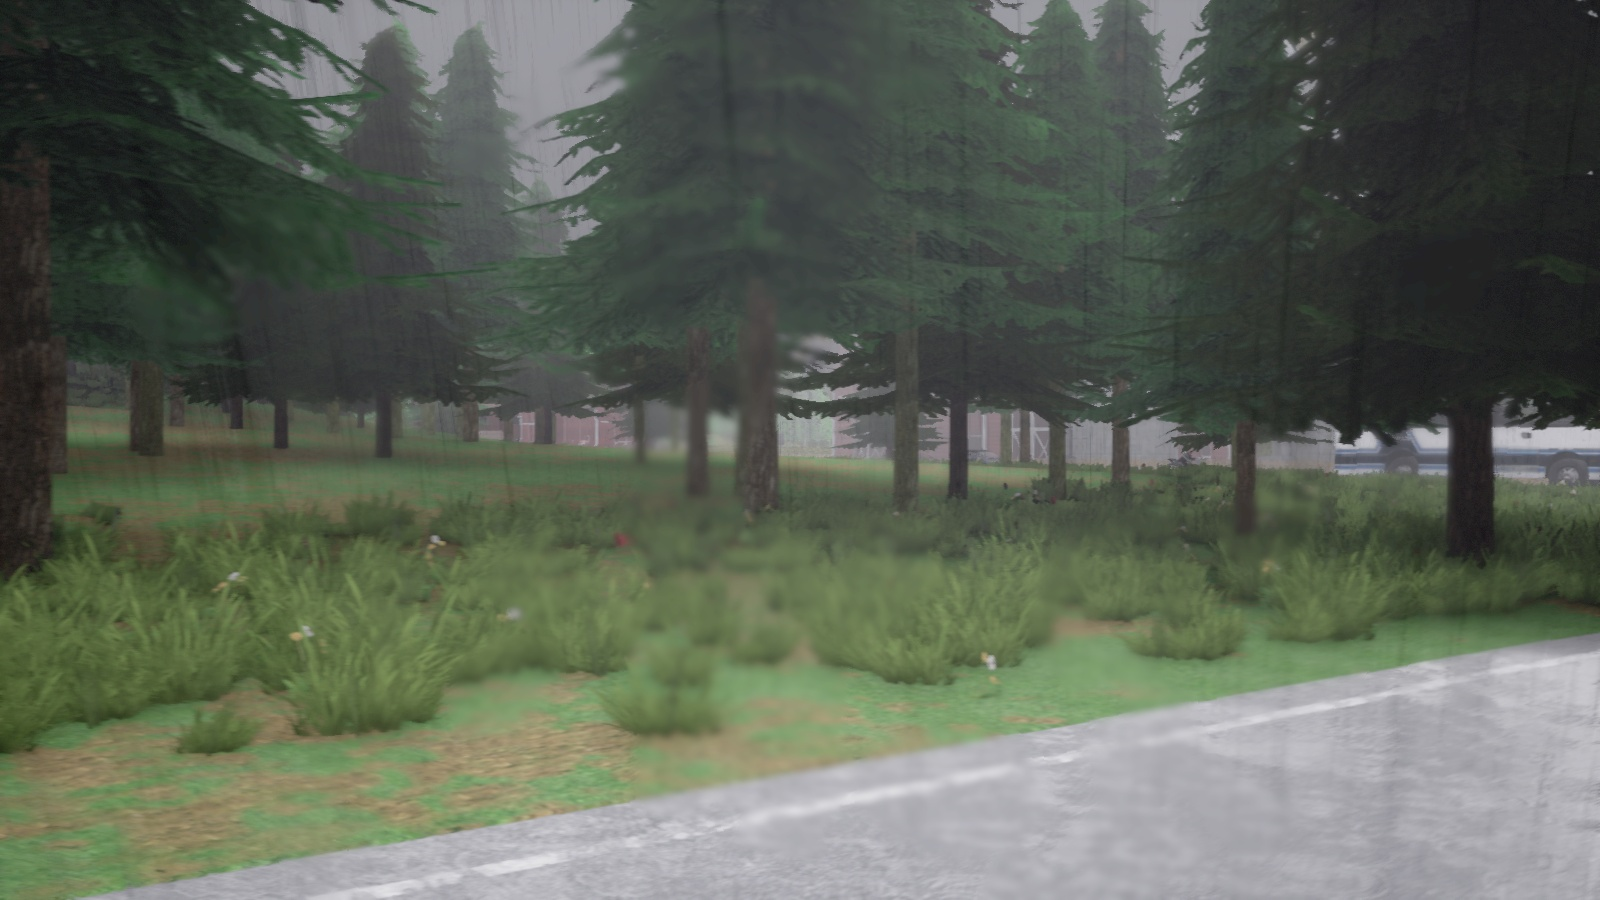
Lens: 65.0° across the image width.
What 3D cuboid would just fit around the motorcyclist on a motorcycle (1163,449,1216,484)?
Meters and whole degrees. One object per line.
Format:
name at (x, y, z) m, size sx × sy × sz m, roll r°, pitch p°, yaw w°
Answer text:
motorcyclist on a motorcycle at (17.419, 0.741, 56.257) m, size 0.866 × 1.530 × 2.191 m, roll 0°, pitch 0°, yaw -34°

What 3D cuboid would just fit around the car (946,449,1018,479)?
car at (9.740, 0.728, 67.516) m, size 1.789 × 1.549 × 3.705 m, roll 0°, pitch 0°, yaw -34°

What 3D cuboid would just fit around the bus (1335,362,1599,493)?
bus at (25.064, -0.714, 45.047) m, size 3.944 × 4.253 × 10.273 m, roll 0°, pitch 0°, yaw -34°
